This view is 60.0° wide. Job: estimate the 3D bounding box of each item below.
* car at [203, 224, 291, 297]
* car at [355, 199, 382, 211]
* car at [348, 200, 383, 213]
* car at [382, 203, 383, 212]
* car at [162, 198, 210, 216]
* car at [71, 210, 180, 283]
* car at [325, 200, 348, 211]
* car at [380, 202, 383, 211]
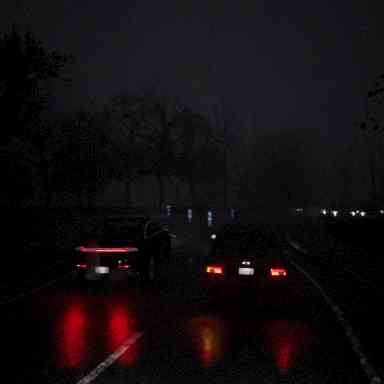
[{"bbox_3d":[1.419,1.547,8.780,2.033,1.411,5.357,0,0,9],"label":"car"},{"bbox_3d":[28.210,2.135,53.186,4.553,1.767,2.097,2,-2,-39],"label":"car"},{"bbox_3d":[23.901,2.050,45.344,5.357,1.411,2.033,2,-1,-38],"label":"car"},{"bbox_3d":[31.129,2.380,51.055,4.181,1.385,1.994,3,-2,-38],"label":"car"},{"bbox_3d":[-0.616,1.355,31.584,4.553,1.767,2.097,0,0,-15],"label":"car"},{"bbox_3d":[-1.781,1.492,9.692,2.128,1.511,4.902,0,0,4],"label":"car"},{"bbox_3d":[21.036,1.950,47.549,5.008,1.535,1.882,2,-1,-38],"label":"car"},{"bbox_3d":[35.361,2.600,58.808,4.892,1.490,1.837,3,-2,-38],"label":"car"}]
